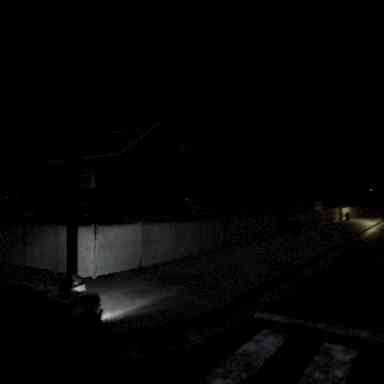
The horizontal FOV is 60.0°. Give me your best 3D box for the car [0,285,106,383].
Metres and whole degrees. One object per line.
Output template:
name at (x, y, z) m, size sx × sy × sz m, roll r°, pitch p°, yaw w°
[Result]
car at (-2.388, 1.678, 3.209) m, size 2.033 × 1.411 × 5.357 m, roll 0°, pitch -2°, yaw 0°
